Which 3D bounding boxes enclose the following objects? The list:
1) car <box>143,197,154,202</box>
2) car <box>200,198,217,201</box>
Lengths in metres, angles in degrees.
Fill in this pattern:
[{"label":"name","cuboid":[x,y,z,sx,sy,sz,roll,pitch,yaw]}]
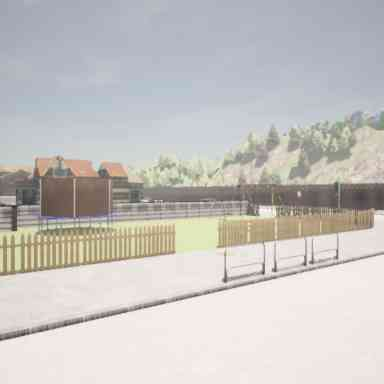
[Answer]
[{"label":"car","cuboid":[-8.260,1.586,59.256,1.994,1.385,4.181,0,0,-35]},{"label":"car","cuboid":[2.461,1.541,43.964,2.033,1.411,5.357,0,0,-35]}]
